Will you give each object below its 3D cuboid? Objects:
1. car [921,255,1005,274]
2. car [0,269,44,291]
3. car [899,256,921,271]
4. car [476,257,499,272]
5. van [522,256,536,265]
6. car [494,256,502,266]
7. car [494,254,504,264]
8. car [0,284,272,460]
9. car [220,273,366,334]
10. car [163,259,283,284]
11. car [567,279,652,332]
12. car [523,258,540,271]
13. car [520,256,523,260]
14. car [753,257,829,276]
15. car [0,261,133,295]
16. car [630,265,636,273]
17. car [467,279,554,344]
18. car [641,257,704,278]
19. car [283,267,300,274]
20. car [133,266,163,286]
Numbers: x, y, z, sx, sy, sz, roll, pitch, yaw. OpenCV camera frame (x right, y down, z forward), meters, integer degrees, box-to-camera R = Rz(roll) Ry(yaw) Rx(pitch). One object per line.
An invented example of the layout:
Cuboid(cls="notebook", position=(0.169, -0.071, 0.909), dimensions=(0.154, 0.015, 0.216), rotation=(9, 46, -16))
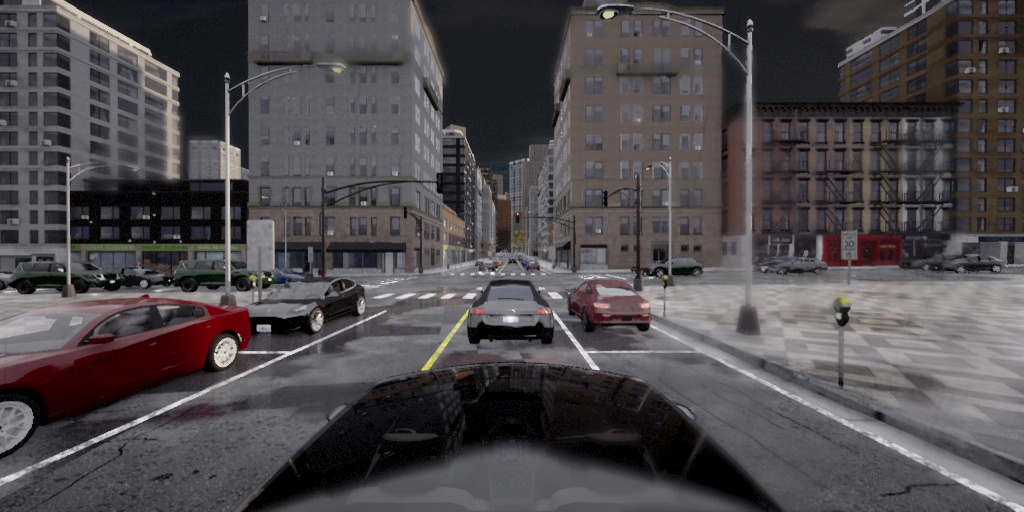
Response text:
Cuboid(cls="car", position=(37.854, 0.678, 29.934), dimensions=(4.892, 1.490, 1.837), rotation=(-1, 0, 0))
Cuboid(cls="car", position=(-37.950, 1.745, 26.363), dimensions=(4.674, 1.442, 1.812), rotation=(-1, 0, 0))
Cuboid(cls="car", position=(38.916, 0.647, 33.183), dimensions=(4.892, 1.490, 1.837), rotation=(-1, 0, 0))
Cuboid(cls="car", position=(-3.079, 1.195, 45.597), dimensions=(1.812, 1.442, 4.674), rotation=(0, 0, 2))
Cuboid(cls="van", position=(2.803, 0.984, 53.360), dimensions=(1.690, 1.789, 3.998), rotation=(0, 0, 0))
Cuboid(cls="car", position=(-3.047, 1.184, 55.248), dimensions=(2.033, 1.411, 5.357), rotation=(0, 0, 0))
Cuboid(cls="car", position=(-2.980, 0.950, 65.156), dimensions=(2.097, 1.767, 4.553), rotation=(0, 0, 1))
Cuboid(cls="car", position=(-5.777, 1.294, 4.907), dimensions=(1.888, 1.381, 4.507), rotation=(0, 0, 0))
Cuboid(cls="car", position=(-5.808, 1.311, 10.551), dimensions=(1.948, 1.339, 4.313), rotation=(0, 0, 0))
Cuboid(cls="car", position=(-18.434, 1.216, 23.115), dimensions=(5.566, 2.045, 2.150), rotation=(-1, 0, -2))
Cuboid(cls="car", position=(2.717, 1.327, 10.596), dimensions=(1.802, 1.307, 4.207), rotation=(0, 0, 0))
Cuboid(cls="car", position=(2.786, 1.243, 47.808), dimensions=(1.802, 1.307, 4.207), rotation=(0, 0, 0))
Cuboid(cls="car", position=(2.837, 1.184, 64.468), dimensions=(1.802, 1.307, 4.207), rotation=(0, 0, 0))
Cuboid(cls="car", position=(23.471, 0.865, 29.921), dimensions=(4.902, 1.511, 2.128), rotation=(-1, 0, 0))
Cuboid(cls="car", position=(-28.543, 1.345, 23.120), dimensions=(5.566, 2.045, 2.150), rotation=(-1, 0, 0))
Cuboid(cls="car", position=(13.475, 1.096, 33.155), dimensions=(4.718, 1.301, 1.895), rotation=(-1, 0, 0))
Cuboid(cls="car", position=(-0.036, 1.310, 9.598), dimensions=(1.994, 1.385, 4.181), rotation=(0, 0, 0))
Cuboid(cls="car", position=(13.327, 0.867, 29.902), dimensions=(4.553, 1.767, 2.097), rotation=(-1, 0, 0))
Cuboid(cls="car", position=(-17.465, 1.512, 26.393), dimensions=(5.357, 1.411, 2.033), rotation=(-1, 0, 0))
Cuboid(cls="car", position=(-27.640, 1.599, 26.375), dimensions=(4.892, 1.490, 1.837), rotation=(-1, 0, 0))
